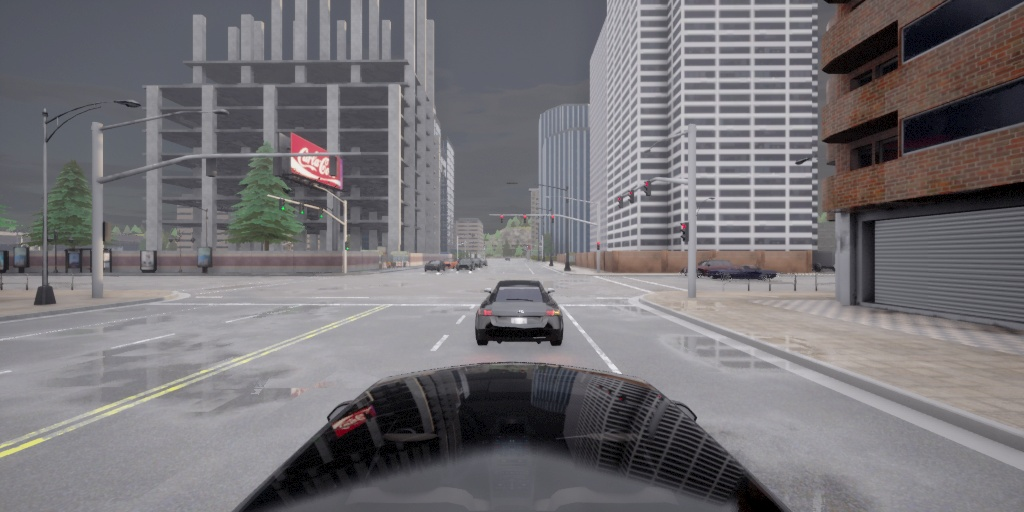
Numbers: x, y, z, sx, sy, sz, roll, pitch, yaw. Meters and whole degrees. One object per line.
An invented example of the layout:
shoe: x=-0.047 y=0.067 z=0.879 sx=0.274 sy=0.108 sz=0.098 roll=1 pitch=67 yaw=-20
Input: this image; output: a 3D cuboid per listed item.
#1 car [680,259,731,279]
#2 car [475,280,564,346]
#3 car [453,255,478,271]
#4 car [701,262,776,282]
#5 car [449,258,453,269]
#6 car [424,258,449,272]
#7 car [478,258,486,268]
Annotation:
car: x=17.670 y=1.101 z=32.328 sx=4.553 sy=1.767 sz=2.097 roll=0 pitch=0 yaw=1
car: x=0.194 y=1.314 z=9.452 sx=1.994 sy=1.385 sz=4.181 roll=0 pitch=0 yaw=1
car: x=-6.253 y=1.102 z=48.848 sx=2.097 sy=1.767 sz=4.553 roll=0 pitch=0 yaw=1
car: x=18.279 y=1.351 z=28.821 sx=4.718 sy=1.301 sz=1.895 roll=0 pitch=0 yaw=1
car: x=-9.640 y=1.102 z=55.026 sx=2.097 sy=1.767 sz=4.553 roll=0 pitch=0 yaw=1
car: x=-9.811 y=1.228 z=45.995 sx=1.882 sy=1.535 sz=5.008 roll=0 pitch=0 yaw=1
car: x=-6.056 y=1.102 z=59.031 sx=2.097 sy=1.767 sz=4.553 roll=0 pitch=0 yaw=1
